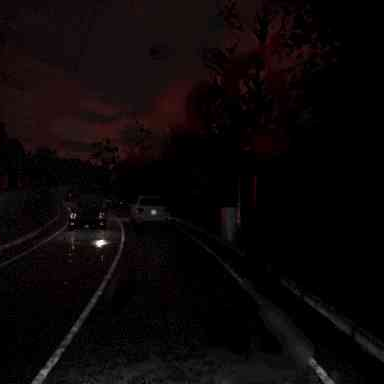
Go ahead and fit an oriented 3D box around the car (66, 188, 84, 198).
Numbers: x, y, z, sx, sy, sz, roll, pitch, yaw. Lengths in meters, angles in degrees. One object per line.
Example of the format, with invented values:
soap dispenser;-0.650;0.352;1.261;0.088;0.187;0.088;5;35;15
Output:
car;-17.719;0.397;50.174;2.150;2.045;5.566;2;1;-25

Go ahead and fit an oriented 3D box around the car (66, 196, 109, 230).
car;-6.431;1.337;20.861;2.097;1.767;4.553;1;1;-14

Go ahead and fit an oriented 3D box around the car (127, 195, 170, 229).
car;-2.891;1.247;22.075;2.150;2.045;5.566;1;0;-14

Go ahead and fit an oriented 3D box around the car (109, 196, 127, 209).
car;-8.920;1.209;39.462;2.033;1.411;5.357;2;1;-23
